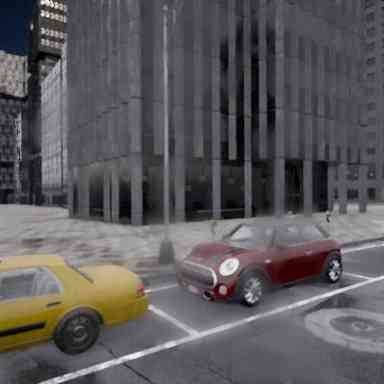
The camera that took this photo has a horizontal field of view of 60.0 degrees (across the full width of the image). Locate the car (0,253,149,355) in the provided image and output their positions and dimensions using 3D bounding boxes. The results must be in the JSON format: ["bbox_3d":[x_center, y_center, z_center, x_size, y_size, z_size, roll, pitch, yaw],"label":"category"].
[{"bbox_3d":[-2.982,1.523,4.523,4.829,1.417,1.752,-1,0,-35],"label":"car"}]

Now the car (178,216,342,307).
[{"bbox_3d":[1.646,1.396,7.776,4.097,1.590,1.967,-1,0,-35],"label":"car"}]
